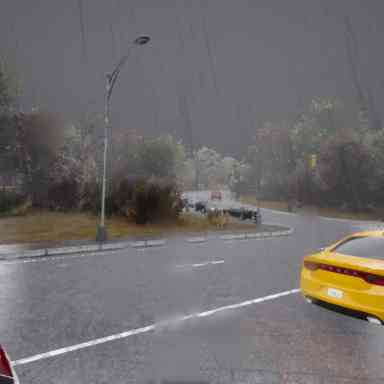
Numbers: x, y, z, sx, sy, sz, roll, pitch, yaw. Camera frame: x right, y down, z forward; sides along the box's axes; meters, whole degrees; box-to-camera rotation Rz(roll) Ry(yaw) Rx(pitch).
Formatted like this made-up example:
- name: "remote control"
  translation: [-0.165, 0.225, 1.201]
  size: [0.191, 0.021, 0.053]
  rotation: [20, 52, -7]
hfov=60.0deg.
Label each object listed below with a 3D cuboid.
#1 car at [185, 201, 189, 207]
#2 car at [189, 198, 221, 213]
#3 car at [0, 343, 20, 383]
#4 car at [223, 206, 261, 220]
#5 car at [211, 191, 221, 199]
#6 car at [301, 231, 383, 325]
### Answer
- name: "car"
  translation: [-1.047, 1.733, 52.701]
  size: [1.994, 1.385, 4.181]
  rotation: [2, 1, -14]
- name: "car"
  translation: [1.775, 1.932, 43.114]
  size: [2.128, 1.511, 4.902]
  rotation: [2, 0, -19]
- name: "car"
  translation: [-3.221, 1.353, 1.453]
  size: [4.553, 1.767, 2.097]
  rotation: [0, 0, -35]
- name: "car"
  translation: [5.111, 2.153, 34.309]
  size: [1.895, 1.301, 4.718]
  rotation: [3, -1, -22]
- name: "car"
  translation: [5.727, 0.752, 78.979]
  size: [2.150, 2.045, 5.566]
  rotation: [2, 2, -1]
- name: "car"
  translation: [4.369, 1.544, 6.871]
  size: [5.008, 1.535, 1.882]
  rotation: [1, -1, -35]
